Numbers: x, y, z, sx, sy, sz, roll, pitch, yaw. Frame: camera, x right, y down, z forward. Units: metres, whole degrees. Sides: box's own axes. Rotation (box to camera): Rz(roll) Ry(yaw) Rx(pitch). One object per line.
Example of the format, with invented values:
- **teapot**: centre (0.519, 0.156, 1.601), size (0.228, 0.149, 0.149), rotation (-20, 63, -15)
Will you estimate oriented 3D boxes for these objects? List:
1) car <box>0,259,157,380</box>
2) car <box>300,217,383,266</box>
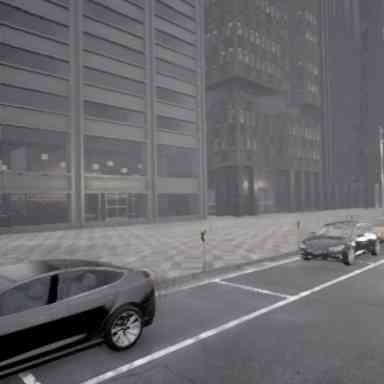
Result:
- **car**: centre (-2.485, 1.746, 4.786), size (4.313, 1.339, 1.947), rotation (1, -2, -43)
- **car**: centre (5.700, 1.805, 12.549), size (4.403, 1.369, 2.008), rotation (1, -2, -43)
